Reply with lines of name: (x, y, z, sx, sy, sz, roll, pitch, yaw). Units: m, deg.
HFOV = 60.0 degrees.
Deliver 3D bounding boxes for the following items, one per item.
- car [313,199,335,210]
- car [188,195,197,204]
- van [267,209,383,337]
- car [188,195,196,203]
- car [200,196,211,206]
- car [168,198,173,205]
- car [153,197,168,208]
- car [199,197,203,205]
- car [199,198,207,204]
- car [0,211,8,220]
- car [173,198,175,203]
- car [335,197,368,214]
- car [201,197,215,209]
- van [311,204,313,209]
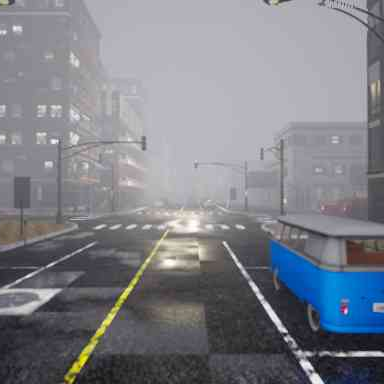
car: (15.507, 1.529, 33.167, 5.566, 2.045, 2.150, 0, -1, 0)
car: (0.034, 1.981, 78.054, 2.097, 1.767, 4.553, 0, -1, 0)
van: (2.664, 1.389, 6.492, 1.690, 1.788, 3.998, 0, 0, 0)
car: (0.038, 1.832, 88.118, 2.150, 2.045, 5.566, 0, -1, 0)
car: (2.723, 1.852, 67.895, 2.192, 1.841, 5.009, 0, 0, 0)
car: (-5.658, 1.852, 67.898, 2.192, 1.841, 5.009, 0, 0, 0)
car: (-5.664, 1.966, 56.648, 1.752, 1.417, 4.829, 0, 0, 0)
car: (2.719, 2.071, 62.354, 1.802, 1.307, 4.206, 0, 0, 0)
car: (2.729, 2.235, 84.510, 2.008, 1.369, 4.403, 0, -1, 0)
car: (-17.454, 1.727, 27.310, 4.206, 1.307, 1.802, 0, -1, 0)
car: (-5.654, 2.185, 78.974, 2.008, 1.369, 4.403, 0, -1, 0)
car: (14.934, 1.551, 27.378, 5.009, 1.841, 2.192, 0, -1, 0)
car: (2.715, 1.923, 51.446, 1.752, 1.417, 4.829, 0, 0, 0)
van: (14.915, 1.677, 35.757, 3.998, 1.788, 1.690, 0, -1, 0)
